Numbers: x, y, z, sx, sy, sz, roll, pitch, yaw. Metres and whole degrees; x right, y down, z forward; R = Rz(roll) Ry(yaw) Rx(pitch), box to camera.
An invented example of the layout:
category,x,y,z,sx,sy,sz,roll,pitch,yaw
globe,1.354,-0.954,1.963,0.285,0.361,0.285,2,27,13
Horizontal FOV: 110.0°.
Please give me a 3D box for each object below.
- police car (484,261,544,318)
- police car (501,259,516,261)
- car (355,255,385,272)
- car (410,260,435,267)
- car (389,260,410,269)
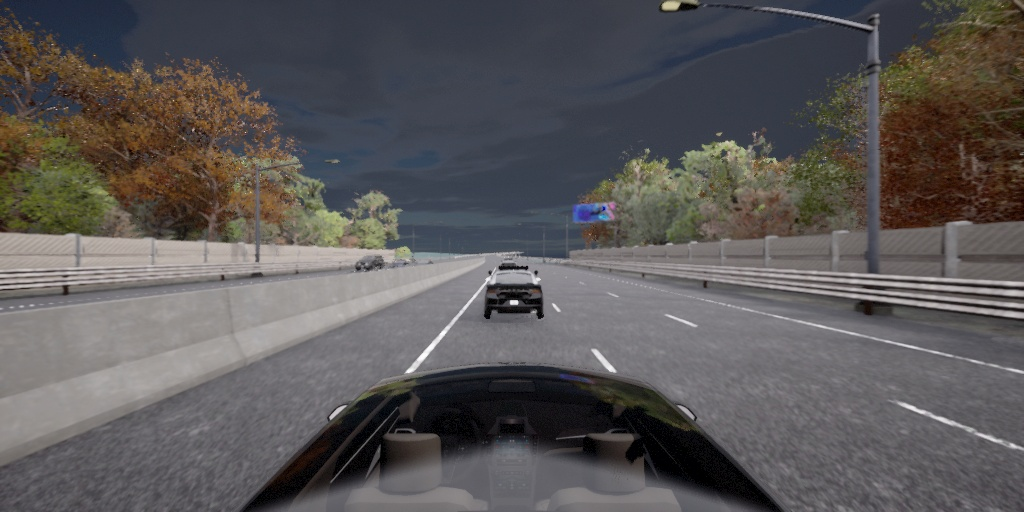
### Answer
category,x,y,z,sx,sy,sz,roll,pitch,yaw
police car,0.049,1.166,13.138,1.930,1.638,5.238,0,0,0
police car,-0.435,1.137,44.085,1.930,1.638,5.238,0,0,-1
car,-18.164,0.940,46.191,2.150,2.045,5.566,0,0,-1
car,-11.160,1.191,45.868,1.882,1.535,5.008,0,0,-1
car,-14.692,1.278,47.277,1.994,1.385,4.181,0,0,-1
